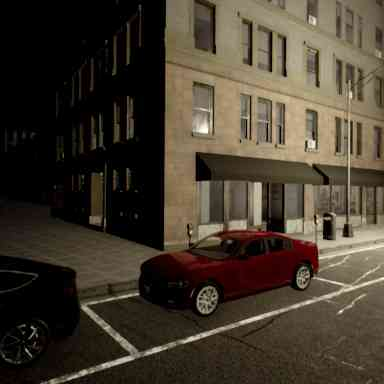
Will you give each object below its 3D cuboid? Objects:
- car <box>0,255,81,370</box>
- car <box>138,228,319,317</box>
[{"bbox_3d":[-3.635,1.566,4.166,4.313,1.339,1.947,0,1,-35],"label":"car"},{"bbox_3d":[0.987,1.545,7.455,4.507,1.381,1.887,0,1,-35],"label":"car"}]
